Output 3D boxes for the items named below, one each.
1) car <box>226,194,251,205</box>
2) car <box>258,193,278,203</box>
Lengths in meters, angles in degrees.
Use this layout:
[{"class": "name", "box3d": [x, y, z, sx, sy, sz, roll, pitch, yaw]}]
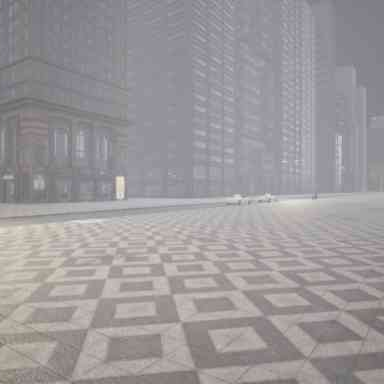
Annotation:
[{"class": "car", "box3d": [6.361, 1.052, 45.418, 1.812, 1.442, 4.674, 0, 1, 36]}, {"class": "car", "box3d": [12.291, 0.958, 53.822, 1.812, 1.442, 4.674, 0, 1, 35]}]
